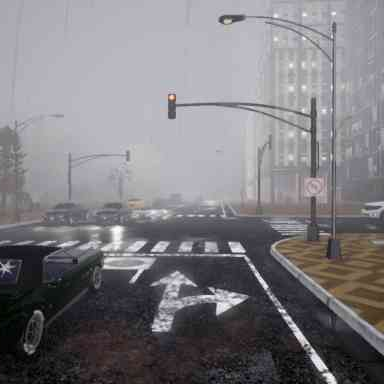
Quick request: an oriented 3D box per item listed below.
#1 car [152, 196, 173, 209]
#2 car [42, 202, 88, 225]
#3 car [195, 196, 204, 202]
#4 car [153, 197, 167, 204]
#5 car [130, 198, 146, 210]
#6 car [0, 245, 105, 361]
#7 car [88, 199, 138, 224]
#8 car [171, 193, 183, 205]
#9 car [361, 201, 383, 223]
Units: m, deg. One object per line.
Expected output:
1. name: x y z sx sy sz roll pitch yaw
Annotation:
1. car: -4.090 1.592 44.526 1.895 1.301 4.718 0 0 5
2. car: -8.936 1.492 24.036 1.837 1.490 4.892 0 0 4
3. car: 1.586 1.544 73.576 2.033 1.411 5.357 0 0 5
4. car: -5.905 1.595 62.248 1.895 1.301 4.718 0 0 5
5. car: -7.424 1.467 43.580 1.882 1.535 5.008 0 0 5
6. car: -3.043 1.600 5.946 1.895 1.301 4.718 0 0 1
7. car: -5.644 1.481 24.518 1.837 1.490 4.892 0 0 4
8. car: -2.828 1.211 60.180 2.150 2.045 5.566 0 1 4
9. car: 14.830 1.059 22.949 5.566 2.045 2.150 0 0 5
